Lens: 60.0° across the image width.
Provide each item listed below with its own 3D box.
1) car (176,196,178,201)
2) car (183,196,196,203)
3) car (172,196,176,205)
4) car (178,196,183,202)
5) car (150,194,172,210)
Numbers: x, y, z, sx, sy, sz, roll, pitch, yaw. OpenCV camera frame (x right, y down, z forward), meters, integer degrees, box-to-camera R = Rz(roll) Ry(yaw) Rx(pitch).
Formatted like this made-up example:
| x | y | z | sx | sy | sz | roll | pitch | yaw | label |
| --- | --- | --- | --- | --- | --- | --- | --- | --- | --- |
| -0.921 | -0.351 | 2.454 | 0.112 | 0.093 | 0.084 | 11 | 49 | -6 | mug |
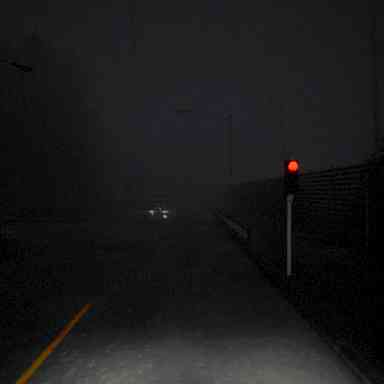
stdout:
| x | y | z | sx | sy | sz | roll | pitch | yaw | label |
| --- | --- | --- | --- | --- | --- | --- | --- | --- | --- |
| -4.216 | 1.526 | 66.960 | 1.812 | 1.442 | 4.674 | 0 | 0 | -2 | car |
| -0.345 | 1.505 | 67.908 | 1.837 | 1.490 | 4.892 | 0 | 0 | -5 | car |
| -4.247 | 1.352 | 54.117 | 2.097 | 1.767 | 4.553 | 0 | 0 | 0 | car |
| -4.295 | 1.540 | 77.394 | 5.357 | 1.411 | 2.033 | 0 | 0 | 40 | car |
| -4.229 | 1.221 | 43.984 | 2.150 | 2.045 | 5.566 | 0 | 0 | 0 | car |
